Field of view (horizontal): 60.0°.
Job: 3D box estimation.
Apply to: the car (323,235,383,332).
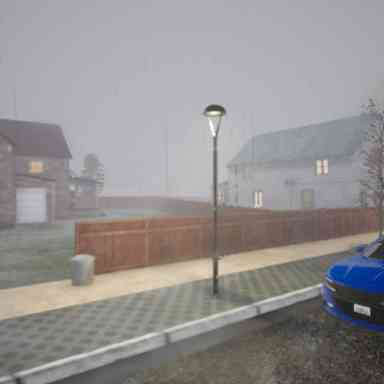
[{"bbox_3d":[4.540,1.493,6.476,5.008,1.535,1.882,0,-1,-37],"label":"car"}]
